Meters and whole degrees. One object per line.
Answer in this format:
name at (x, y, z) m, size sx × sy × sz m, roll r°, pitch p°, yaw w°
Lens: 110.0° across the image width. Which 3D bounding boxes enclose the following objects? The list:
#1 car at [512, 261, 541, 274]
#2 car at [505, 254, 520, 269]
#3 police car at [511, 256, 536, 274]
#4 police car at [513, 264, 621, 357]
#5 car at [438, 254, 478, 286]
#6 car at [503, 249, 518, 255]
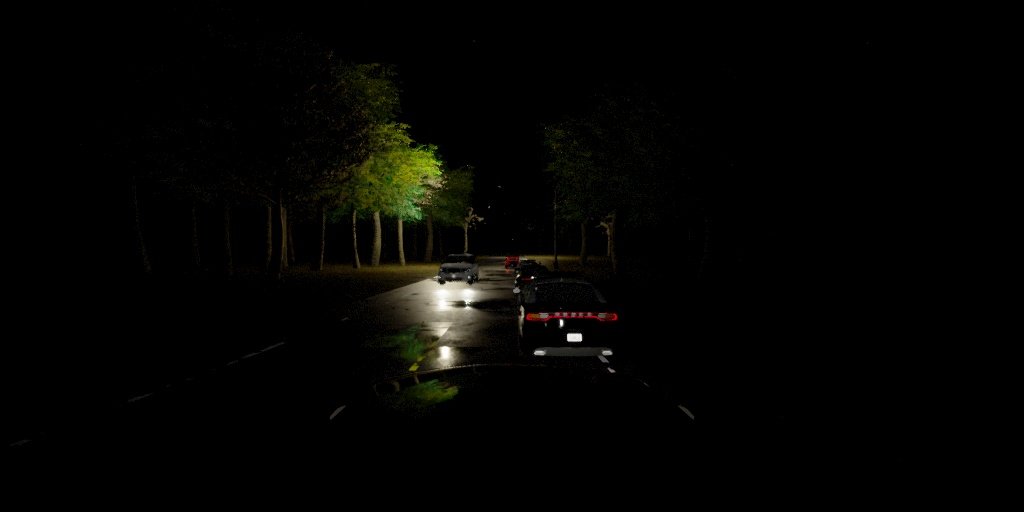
car at (1.070, 1.197, 18.523) m, size 1.837 × 1.490 × 4.892 m, roll 0°, pitch 0°, yaw 0°
car at (0.082, 0.894, 47.243) m, size 1.812 × 1.442 × 4.674 m, roll 0°, pitch 1°, yaw 1°
police car at (1.077, 1.066, 24.634) m, size 1.930 × 1.638 × 5.238 m, roll 0°, pitch 0°, yaw 0°
police car at (1.060, 1.165, 8.634) m, size 1.930 × 1.638 × 5.238 m, roll 0°, pitch 0°, yaw 0°
car at (-3.574, 0.861, 24.763) m, size 2.150 × 2.045 × 5.566 m, roll 0°, pitch 0°, yaw 0°
car at (0.064, 0.284, 60.129) m, size 2.150 × 2.045 × 5.566 m, roll 0°, pitch 2°, yaw 0°
